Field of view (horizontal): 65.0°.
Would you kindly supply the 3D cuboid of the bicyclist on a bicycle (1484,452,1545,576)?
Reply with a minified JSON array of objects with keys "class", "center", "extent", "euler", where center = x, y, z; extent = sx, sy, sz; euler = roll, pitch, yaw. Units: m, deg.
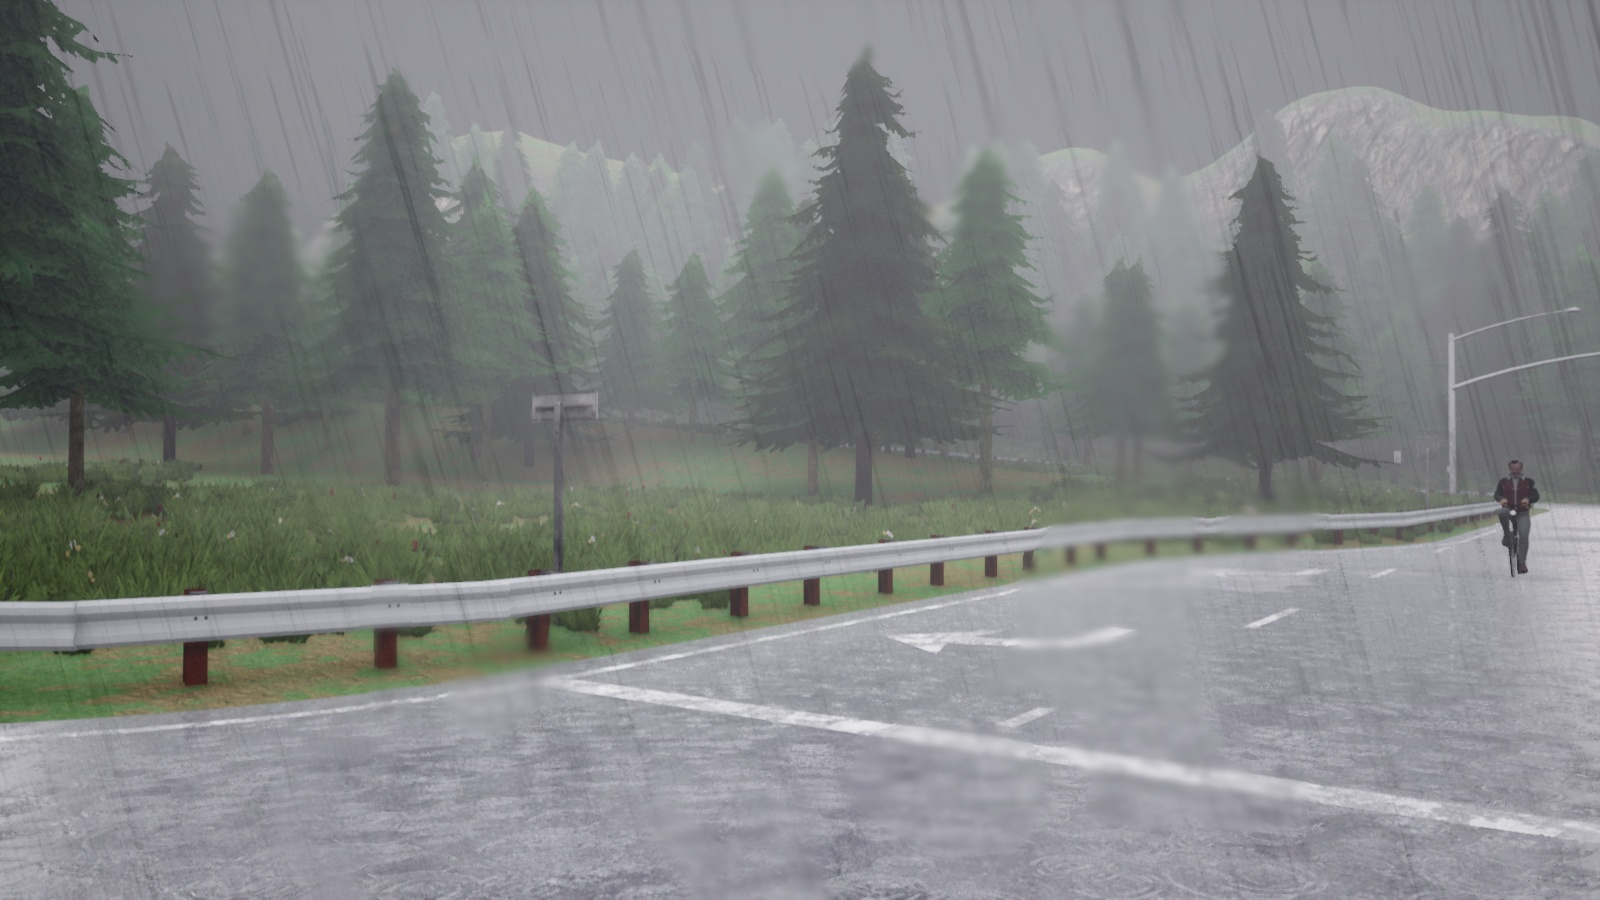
[{"class":"bicyclist on a bicycle","center":[10.782,0.938,18.933],"extent":[0.659,1.776,1.843],"euler":[-1,-1,33]}]
